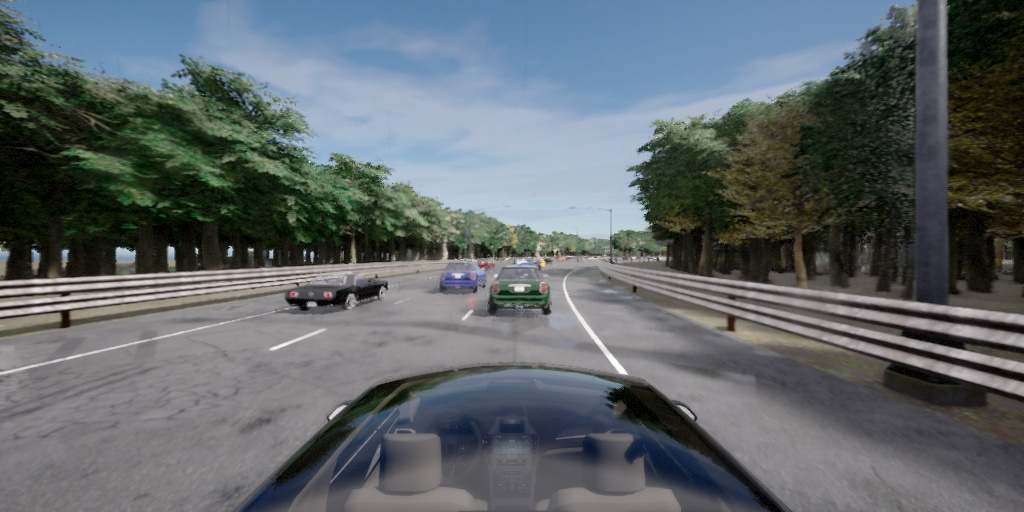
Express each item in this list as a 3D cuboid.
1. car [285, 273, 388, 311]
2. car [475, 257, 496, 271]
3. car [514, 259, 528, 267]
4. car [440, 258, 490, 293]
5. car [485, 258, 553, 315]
[{"bbox_3d":[-6.690,1.348,14.411,1.895,1.301,4.718,0,0,3],"label":"car"},{"bbox_3d":[-3.687,1.074,50.774,2.097,1.767,4.553,0,0,7],"label":"car"},{"bbox_3d":[1.629,1.229,63.687,1.812,1.442,4.674,0,0,9],"label":"car"},{"bbox_3d":[-2.733,1.106,21.017,2.097,1.767,4.553,0,0,3],"label":"car"},{"bbox_3d":[0.332,1.104,13.846,2.097,1.767,4.553,0,0,2],"label":"car"}]
